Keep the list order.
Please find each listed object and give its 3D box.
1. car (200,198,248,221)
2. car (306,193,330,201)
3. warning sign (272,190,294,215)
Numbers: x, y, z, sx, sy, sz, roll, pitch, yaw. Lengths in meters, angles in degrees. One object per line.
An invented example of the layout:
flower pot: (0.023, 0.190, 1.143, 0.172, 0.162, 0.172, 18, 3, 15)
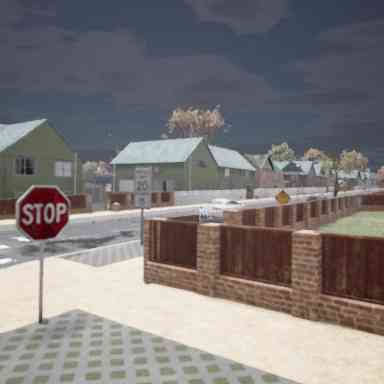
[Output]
car: (2.314, 1.168, 23.117, 1.812, 1.442, 4.674, 2, 2, 36)
car: (16.495, 0.802, 43.277, 1.895, 1.301, 4.718, 2, 2, 35)
warning sign: (6.987, 0.750, 25.502, 1.300, 1.860, 1.060, 1, 1, 35)
